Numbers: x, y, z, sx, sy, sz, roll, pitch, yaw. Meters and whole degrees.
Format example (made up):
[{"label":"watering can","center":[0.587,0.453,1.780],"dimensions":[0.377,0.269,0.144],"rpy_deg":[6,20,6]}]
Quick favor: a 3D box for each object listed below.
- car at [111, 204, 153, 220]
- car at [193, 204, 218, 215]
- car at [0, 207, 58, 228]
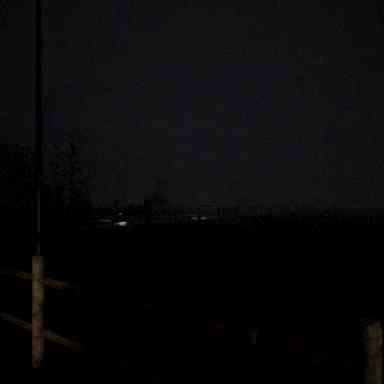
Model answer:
[{"label":"car","center":[-6.007,2.035,33.952],"dimensions":[1.837,1.490,4.892],"rpy_deg":[1,-1,35]},{"label":"car","center":[2.008,2.346,45.149],"dimensions":[1.812,1.442,4.674],"rpy_deg":[1,-1,36]},{"label":"car","center":[-12.361,1.860,25.058],"dimensions":[1.994,1.385,4.181],"rpy_deg":[1,-1,35]}]
